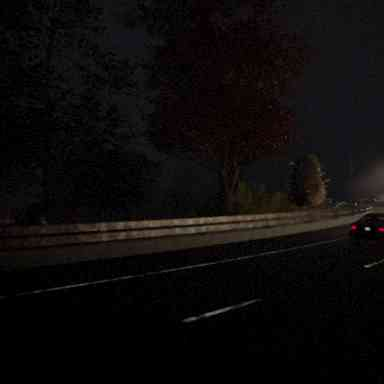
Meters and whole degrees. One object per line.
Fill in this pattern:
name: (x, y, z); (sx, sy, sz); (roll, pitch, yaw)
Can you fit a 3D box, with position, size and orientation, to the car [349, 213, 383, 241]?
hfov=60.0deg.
car: (9.799, 1.775, 17.068); (2.033, 1.411, 5.357); (0, -1, 44)
